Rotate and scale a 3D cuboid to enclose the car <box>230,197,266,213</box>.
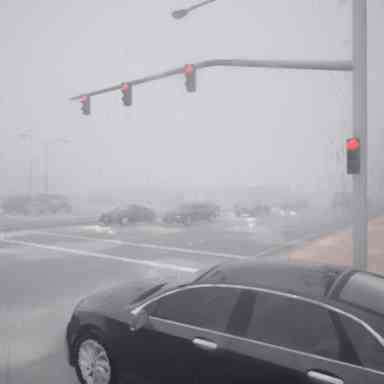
[{"bbox_3d":[6.436,1.425,37.778,1.882,1.535,5.008,0,0,37],"label":"car"}]

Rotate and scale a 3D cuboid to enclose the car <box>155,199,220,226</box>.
[{"bbox_3d":[-0.065,1.488,23.425,1.837,1.490,4.892,0,0,37],"label":"car"}]

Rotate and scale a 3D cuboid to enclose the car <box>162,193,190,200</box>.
[{"bbox_3d":[-2.778,1.133,50.001,3.866,1.878,1.905,0,0,36],"label":"car"}]

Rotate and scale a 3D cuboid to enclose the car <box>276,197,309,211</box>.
[{"bbox_3d":[12.247,1.469,39.615,2.033,1.411,5.357,0,0,38],"label":"car"}]

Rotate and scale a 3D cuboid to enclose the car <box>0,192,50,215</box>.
[{"bbox_3d":[-15.972,1.197,31.754,4.605,1.855,1.932,0,0,36],"label":"car"}]

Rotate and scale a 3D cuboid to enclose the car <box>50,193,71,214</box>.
[{"bbox_3d":[-14.234,1.191,34.068,3.866,1.878,1.905,0,0,36],"label":"car"}]

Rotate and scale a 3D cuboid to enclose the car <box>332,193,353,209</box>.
[{"bbox_3d":[20.207,1.108,43.970,2.150,2.045,5.566,0,0,37],"label":"car"}]

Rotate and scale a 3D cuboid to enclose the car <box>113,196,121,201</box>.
[{"bbox_3d":[-15.247,1.383,62.550,3.905,1.438,1.784,0,0,36],"label":"car"}]

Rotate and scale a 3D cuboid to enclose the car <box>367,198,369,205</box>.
[{"bbox_3d":[26.556,1.359,52.317,1.837,1.490,4.892,0,0,37],"label":"car"}]

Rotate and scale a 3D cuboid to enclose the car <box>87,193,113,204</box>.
[{"bbox_3d":[-16.995,1.182,60.239,4.605,1.855,1.932,0,0,36],"label":"car"}]

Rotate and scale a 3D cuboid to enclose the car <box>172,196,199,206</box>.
[{"bbox_3d":[-1.073,1.364,52.342,3.806,1.475,1.970,0,0,36],"label":"car"}]

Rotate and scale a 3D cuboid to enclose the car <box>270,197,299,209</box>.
[{"bbox_3d":[12.866,1.462,46.156,2.033,1.411,5.357,0,0,38],"label":"car"}]

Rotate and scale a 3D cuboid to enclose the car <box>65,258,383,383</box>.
[{"bbox_3d":[0.646,1.499,3.520,4.892,1.490,1.837,0,0,35],"label":"car"}]

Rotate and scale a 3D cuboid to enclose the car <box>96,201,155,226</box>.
[{"bbox_3d":[-4.443,1.565,23.409,1.994,1.385,4.181,0,0,37],"label":"car"}]

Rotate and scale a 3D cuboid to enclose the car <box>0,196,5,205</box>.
[{"bbox_3d":[-35.680,1.501,60.003,3.806,1.475,1.970,0,0,36],"label":"car"}]

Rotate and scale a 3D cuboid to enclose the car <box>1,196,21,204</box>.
[{"bbox_3d":[-33.985,1.461,62.350,3.905,1.438,1.784,0,0,36],"label":"car"}]

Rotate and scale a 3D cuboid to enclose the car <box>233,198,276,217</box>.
[{"bbox_3d":[5.806,1.480,31.167,1.812,1.442,4.674,0,0,37],"label":"car"}]
